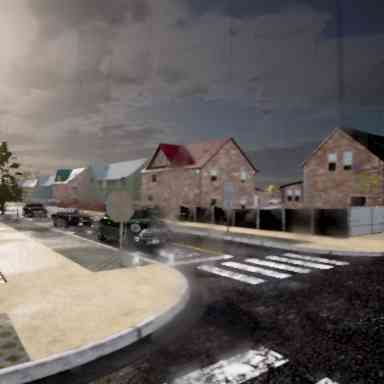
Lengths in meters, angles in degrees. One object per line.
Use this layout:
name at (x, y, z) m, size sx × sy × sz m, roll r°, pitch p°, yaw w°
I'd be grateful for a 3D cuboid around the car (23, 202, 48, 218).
car at (-16.682, 1.894, 35.363) m, size 1.837 × 1.490 × 4.892 m, roll 1°, pitch -1°, yaw -35°

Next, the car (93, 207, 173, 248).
car at (-2.809, 1.535, 15.915) m, size 2.097 × 1.767 × 4.553 m, roll 1°, pitch -1°, yaw -36°

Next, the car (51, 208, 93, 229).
car at (-8.760, 1.874, 24.242) m, size 1.895 × 1.301 × 4.718 m, roll 1°, pitch -1°, yaw -35°
